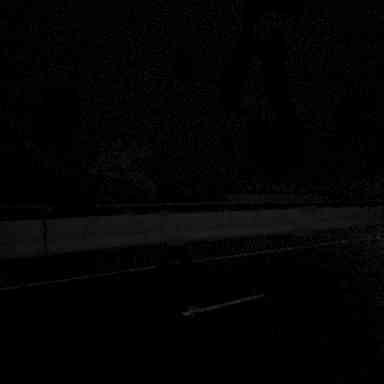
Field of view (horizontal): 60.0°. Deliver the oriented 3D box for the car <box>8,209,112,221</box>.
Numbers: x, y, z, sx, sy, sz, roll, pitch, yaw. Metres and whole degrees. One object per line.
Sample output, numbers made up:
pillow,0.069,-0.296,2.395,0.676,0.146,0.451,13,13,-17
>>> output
car,-6.373,1.322,16.500,4.892,1.490,1.837,1,0,-34
